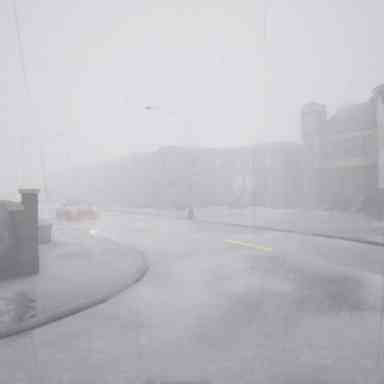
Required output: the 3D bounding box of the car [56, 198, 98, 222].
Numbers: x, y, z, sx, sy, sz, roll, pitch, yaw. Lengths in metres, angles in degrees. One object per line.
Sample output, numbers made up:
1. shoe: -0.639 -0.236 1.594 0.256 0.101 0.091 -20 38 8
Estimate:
1. car: -8.742 1.231 25.135 2.097 1.767 4.553 -1 1 -35
